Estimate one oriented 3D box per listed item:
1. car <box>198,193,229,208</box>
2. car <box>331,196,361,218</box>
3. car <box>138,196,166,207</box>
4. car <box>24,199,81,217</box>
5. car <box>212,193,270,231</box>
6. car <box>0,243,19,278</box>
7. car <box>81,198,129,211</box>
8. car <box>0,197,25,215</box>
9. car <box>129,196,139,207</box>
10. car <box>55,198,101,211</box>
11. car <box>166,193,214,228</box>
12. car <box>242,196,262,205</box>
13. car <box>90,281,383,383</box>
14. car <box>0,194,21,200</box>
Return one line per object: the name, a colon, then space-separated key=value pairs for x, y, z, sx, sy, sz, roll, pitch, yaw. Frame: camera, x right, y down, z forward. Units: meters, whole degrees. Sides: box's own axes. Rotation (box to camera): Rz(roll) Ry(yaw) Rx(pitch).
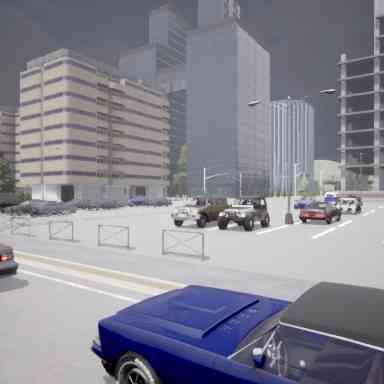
car: x=3.362 y=1.222 z=49.849 sx=2.150 sy=2.045 sz=5.566 roll=0 pitch=0 yaw=34
car: x=15.119 y=1.395 z=32.174 sx=1.970 sy=1.475 sz=3.806 roll=0 pitch=0 yaw=34
car: x=-5.109 y=1.547 z=50.118 sx=2.033 sy=1.411 sz=5.357 roll=0 pitch=0 yaw=34
car: x=-13.116 y=1.564 z=31.552 sx=1.994 sy=1.385 sz=4.181 roll=0 pitch=0 yaw=34
car: x=3.094 y=1.156 z=19.219 sx=1.905 sy=1.878 sz=3.866 roll=0 pitch=0 yaw=34
car: x=-6.640 y=1.547 z=8.646 sx=5.357 sy=1.411 sz=2.033 roll=0 pitch=0 yaw=35
car: x=-10.901 y=1.547 z=41.502 sx=2.033 sy=1.411 sz=5.357 roll=0 pitch=0 yaw=34
car: x=-16.232 y=1.526 z=33.530 sx=1.812 sy=1.442 sz=4.674 roll=0 pitch=0 yaw=34
car: x=-8.792 y=1.352 z=50.873 sx=2.097 sy=1.767 sz=4.553 roll=0 pitch=0 yaw=35
car: x=-14.469 y=1.547 z=42.477 sx=2.033 sy=1.411 sz=5.357 roll=0 pitch=0 yaw=34
car: x=0.727 y=1.153 z=20.885 sx=1.932 sy=1.855 sz=4.605 roll=0 pitch=0 yaw=34
car: x=11.211 y=1.505 z=61.545 sx=1.837 sy=1.490 sz=4.892 roll=0 pitch=0 yaw=34
car: x=1.205 y=1.601 z=3.130 sx=4.718 sy=1.301 sz=1.895 roll=0 pitch=0 yaw=35
car: x=-20.179 y=1.222 z=33.968 sx=2.150 sy=2.045 sz=5.566 roll=0 pitch=0 yaw=34
